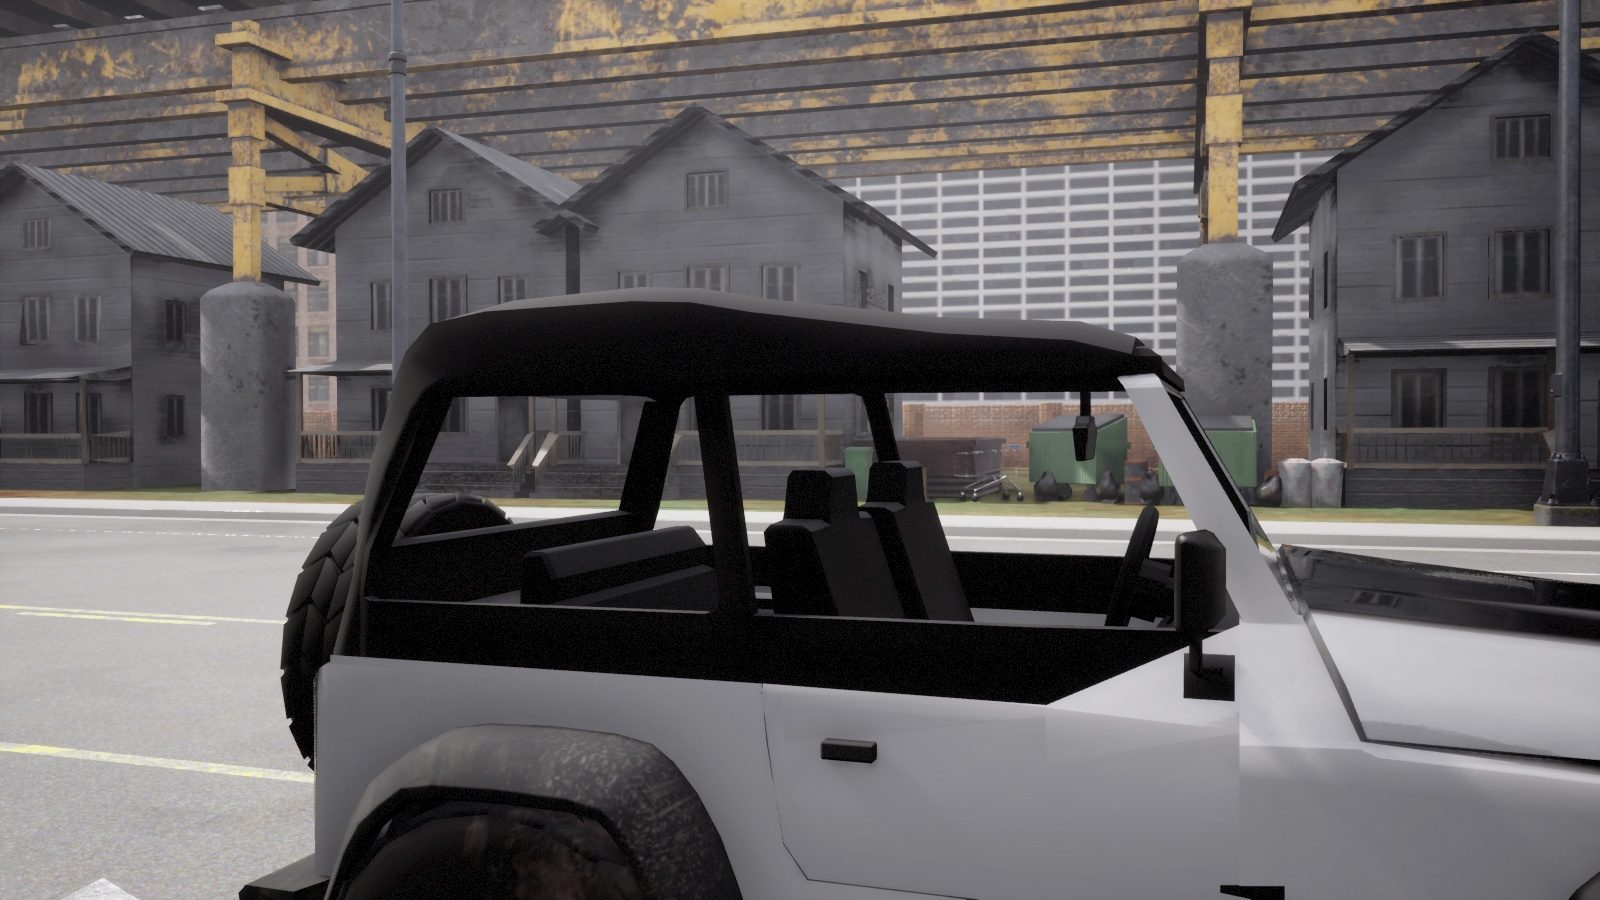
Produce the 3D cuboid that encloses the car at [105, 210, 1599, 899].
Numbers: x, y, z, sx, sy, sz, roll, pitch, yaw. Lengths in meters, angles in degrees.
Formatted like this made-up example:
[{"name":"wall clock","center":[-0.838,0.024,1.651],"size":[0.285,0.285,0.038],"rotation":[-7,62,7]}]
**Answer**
[{"name":"car","center":[0.641,0.577,2.981],"size":[3.866,1.878,1.905],"rotation":[1,1,19]}]
